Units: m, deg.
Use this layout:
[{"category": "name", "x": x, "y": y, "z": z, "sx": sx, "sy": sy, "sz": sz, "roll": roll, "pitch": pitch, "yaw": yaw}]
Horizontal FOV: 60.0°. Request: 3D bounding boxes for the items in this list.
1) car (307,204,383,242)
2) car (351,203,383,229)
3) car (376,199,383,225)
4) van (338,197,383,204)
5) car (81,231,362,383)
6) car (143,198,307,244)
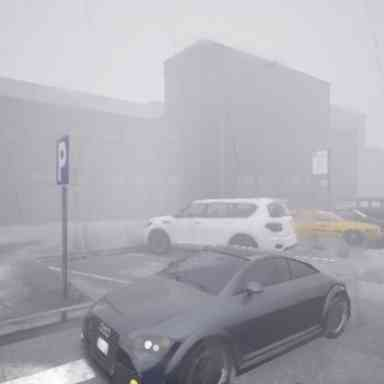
[{"category": "car", "x": 5.831, "y": 1.487, "z": 15.388, "sx": 5.366, "sy": 1.575, "sz": 1.946, "roll": -1, "pitch": -1, "yaw": 33}, {"category": "car", "x": 12.888, "y": 1.493, "z": 20.886, "sx": 5.008, "sy": 1.535, "sz": 2.097, "roll": -1, "pitch": -1, "yaw": 33}, {"category": "car", "x": 15.268, "y": 1.369, "z": 22.717, "sx": 4.553, "sy": 1.767, "sz": 2.185, "roll": -1, "pitch": -1, "yaw": 33}, {"category": "van", "x": 10.378, "y": 1.269, "z": 19.156, "sx": 4.442, "sy": 1.987, "sz": 1.878, "roll": -1, "pitch": -1, "yaw": 33}, {"category": "car", "x": 0.564, "y": 1.567, "z": 5.012, "sx": 4.181, "sy": 1.385, "sz": 1.994, "roll": 0, "pitch": 0, "yaw": -37}, {"category": "car", "x": 0.841, "y": 1.242, "z": 11.886, "sx": 5.566, "sy": 2.045, "sz": 2.435, "roll": -1, "pitch": -1, "yaw": 33}]
